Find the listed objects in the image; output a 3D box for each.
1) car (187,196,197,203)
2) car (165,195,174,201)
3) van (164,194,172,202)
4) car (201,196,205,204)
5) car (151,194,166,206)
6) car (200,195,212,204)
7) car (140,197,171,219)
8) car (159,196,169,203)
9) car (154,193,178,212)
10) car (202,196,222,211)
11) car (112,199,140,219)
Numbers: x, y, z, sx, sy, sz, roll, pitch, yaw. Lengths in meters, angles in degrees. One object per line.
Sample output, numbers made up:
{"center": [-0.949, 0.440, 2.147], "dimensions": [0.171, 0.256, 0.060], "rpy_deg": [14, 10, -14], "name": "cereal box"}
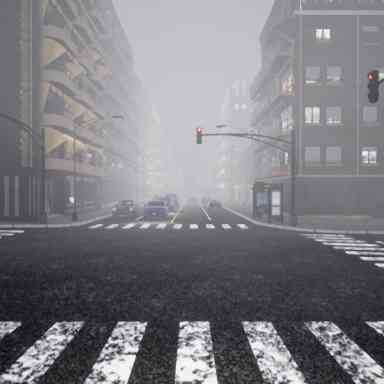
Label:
{"center": [0.043, 1.557, 69.663], "dimensions": [1.994, 1.385, 4.181], "rpy_deg": [0, 0, 0], "name": "car"}
{"center": [-5.761, 1.541, 85.548], "dimensions": [2.008, 1.369, 4.403], "rpy_deg": [0, 0, 0], "name": "car"}
{"center": [-5.757, 1.333, 79.910], "dimensions": [1.690, 1.788, 3.998], "rpy_deg": [0, 0, 0], "name": "van"}
{"center": [2.651, 1.539, 46.078], "dimensions": [1.887, 1.381, 4.507], "rpy_deg": [0, 0, 0], "name": "car"}
{"center": [-5.740, 1.309, 57.354], "dimensions": [2.192, 1.841, 5.009], "rpy_deg": [0, 0, 0], "name": "car"}
{"center": [2.637, 1.434, 62.995], "dimensions": [1.967, 1.590, 4.097], "rpy_deg": [0, 0, 0], "name": "car"}
{"center": [-3.111, 1.474, 29.244], "dimensions": [1.882, 1.535, 5.008], "rpy_deg": [0, 0, -1], "name": "car"}
{"center": [-5.748, 1.519, 68.462], "dimensions": [1.752, 1.417, 4.829], "rpy_deg": [0, 0, 0], "name": "car"}
{"center": [-3.119, 1.347, 38.872], "dimensions": [2.097, 1.767, 4.553], "rpy_deg": [0, 0, 0], "name": "car"}
{"center": [2.655, 1.546, 40.440], "dimensions": [2.008, 1.369, 4.403], "rpy_deg": [0, 0, 0], "name": "car"}
{"center": [-5.717, 1.436, 29.161], "dimensions": [1.967, 1.590, 4.097], "rpy_deg": [0, 0, 0], "name": "car"}
